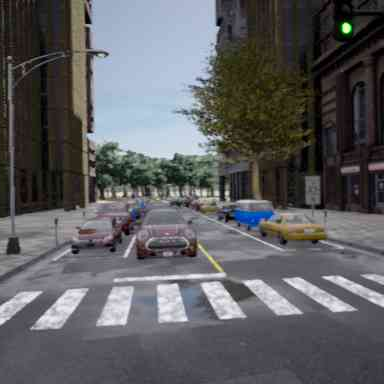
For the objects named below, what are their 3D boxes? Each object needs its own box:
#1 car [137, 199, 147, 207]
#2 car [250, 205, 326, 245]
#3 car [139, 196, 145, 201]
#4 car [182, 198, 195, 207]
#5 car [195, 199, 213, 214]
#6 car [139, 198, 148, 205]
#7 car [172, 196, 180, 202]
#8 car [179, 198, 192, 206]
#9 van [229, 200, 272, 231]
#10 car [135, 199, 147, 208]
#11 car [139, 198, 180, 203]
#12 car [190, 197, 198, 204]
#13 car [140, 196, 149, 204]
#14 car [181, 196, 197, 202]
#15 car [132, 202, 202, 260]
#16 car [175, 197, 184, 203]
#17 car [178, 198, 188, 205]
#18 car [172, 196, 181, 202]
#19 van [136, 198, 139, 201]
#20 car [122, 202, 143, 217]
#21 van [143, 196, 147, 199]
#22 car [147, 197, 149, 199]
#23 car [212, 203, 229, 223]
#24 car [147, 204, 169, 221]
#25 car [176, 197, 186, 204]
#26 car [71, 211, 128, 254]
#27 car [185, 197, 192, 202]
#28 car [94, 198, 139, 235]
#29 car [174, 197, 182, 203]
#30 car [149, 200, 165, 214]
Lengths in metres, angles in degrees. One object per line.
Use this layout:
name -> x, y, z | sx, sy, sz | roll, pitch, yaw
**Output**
car -> -9.770, 2.134, 65.229 | 1.802, 1.307, 4.206 | -2, 0, -6
car -> 4.442, 1.540, 15.579 | 1.752, 1.417, 4.829 | -2, 0, -6
car -> -5.935, 1.628, 31.371 | 2.192, 1.841, 5.009 | -2, 0, -6
car -> -0.662, 1.900, 60.554 | 2.008, 1.369, 4.403 | -2, 0, -6
car -> 1.880, 1.717, 38.152 | 1.752, 1.417, 4.829 | -2, 0, -6
car -> -11.053, 2.173, 76.516 | 1.887, 1.381, 4.507 | -2, 0, -6
car -> -4.509, 2.016, 94.410 | 1.967, 1.590, 4.097 | -2, 0, -6
car -> -1.303, 1.939, 66.196 | 2.008, 1.369, 4.403 | -2, 0, -6
van -> 3.815, 1.401, 21.055 | 1.690, 1.788, 3.998 | -2, 0, -6
car -> -9.131, 2.058, 59.586 | 1.887, 1.381, 4.507 | -2, 0, -6
car -> -2.161, 1.537, 21.837 | 2.097, 1.767, 4.553 | -1, 0, -6
car -> 1.259, 1.776, 43.625 | 1.887, 1.381, 4.507 | -2, 0, -6
car -> -11.700, 1.981, 82.160 | 2.192, 1.841, 5.009 | -2, 0, -6
car -> -0.028, 1.625, 54.912 | 2.192, 1.841, 5.009 | -2, 0, -6
car -> -1.112, 1.463, 13.088 | 2.097, 1.767, 4.553 | -1, 0, -8
car -> -3.224, 2.068, 83.125 | 1.947, 1.339, 4.313 | -2, 0, -6
car -> -1.942, 2.008, 71.839 | 1.802, 1.307, 4.206 | -2, 0, -6
car -> -3.149, 1.896, 58.918 | 1.837, 1.490, 4.892 | -1, 0, -6
van -> -5.293, 1.611, 25.728 | 1.690, 1.788, 3.998 | -2, 0, -6
car -> -6.568, 1.905, 37.013 | 2.008, 1.369, 4.403 | -2, 0, -6
van -> -7.855, 1.776, 48.301 | 1.690, 1.788, 3.998 | -2, 0, -6
car -> -8.493, 1.915, 53.943 | 1.967, 1.590, 4.097 | -2, 0, -6
car -> 3.182, 1.671, 26.697 | 1.947, 1.339, 4.313 | -2, 0, -6
car -> -3.177, 1.856, 30.849 | 1.895, 1.301, 4.718 | -1, 0, -6
car -> -2.604, 1.991, 77.651 | 1.752, 1.417, 4.829 | -2, 0, -6
car -> -4.005, 1.760, 14.439 | 1.802, 1.307, 4.206 | -2, 0, -6
car -> 0.619, 1.821, 49.268 | 2.008, 1.369, 4.403 | -2, 0, -6
car -> -4.654, 1.540, 20.084 | 2.192, 1.841, 5.009 | -2, 0, -6
car -> -3.885, 2.065, 88.936 | 1.752, 1.417, 4.829 | -2, 0, -6
car -> -4.270, 1.832, 40.718 | 1.837, 1.490, 4.892 | -1, 0, -6
